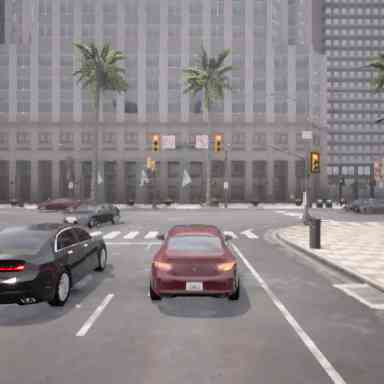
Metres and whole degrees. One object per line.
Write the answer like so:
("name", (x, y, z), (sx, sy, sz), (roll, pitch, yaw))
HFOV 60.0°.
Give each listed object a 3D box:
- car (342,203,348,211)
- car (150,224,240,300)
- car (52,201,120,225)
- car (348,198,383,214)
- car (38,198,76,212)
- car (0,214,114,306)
("car", (19.751, 1.477, 38.039), (4.902, 1.511, 2.128), (0, 0, 0))
("car", (0.070, 1.523, 8.255), (1.812, 1.442, 4.674), (0, 0, 1))
("car", (-6.402, 1.483, 21.560), (2.128, 1.511, 4.902), (0, 0, 15))
("car", (19.032, 1.551, 34.539), (4.181, 1.385, 1.994), (0, 0, 0))
("car", (-15.026, 1.463, 38.071), (5.008, 1.535, 1.882), (0, 0, 0))
("car", (-3.439, 1.502, 8.000), (1.837, 1.490, 4.892), (0, 0, 0))
